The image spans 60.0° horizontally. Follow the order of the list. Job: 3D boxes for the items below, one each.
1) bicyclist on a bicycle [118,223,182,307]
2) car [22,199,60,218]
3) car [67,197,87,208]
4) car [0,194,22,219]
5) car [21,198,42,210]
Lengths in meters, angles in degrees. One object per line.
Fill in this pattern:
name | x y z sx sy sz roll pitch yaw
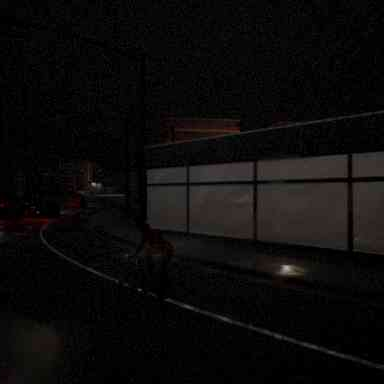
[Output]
bicyclist on a bicycle | -0.826 1.449 6.873 1.656 1.620 0.582 -3 2 -44
car | -13.342 1.489 30.214 2.128 1.511 4.902 0 0 -11
car | -16.102 1.454 46.746 1.882 1.535 5.008 0 0 -7
car | -16.725 1.218 29.298 2.150 2.045 5.566 0 0 -11
car | -20.756 1.542 42.971 1.994 1.385 4.181 0 0 -33
